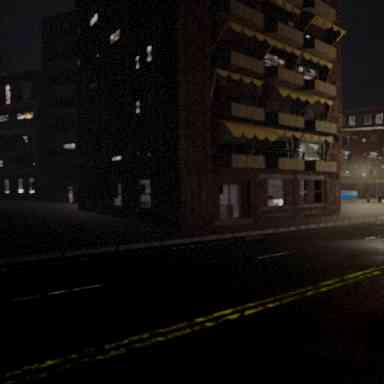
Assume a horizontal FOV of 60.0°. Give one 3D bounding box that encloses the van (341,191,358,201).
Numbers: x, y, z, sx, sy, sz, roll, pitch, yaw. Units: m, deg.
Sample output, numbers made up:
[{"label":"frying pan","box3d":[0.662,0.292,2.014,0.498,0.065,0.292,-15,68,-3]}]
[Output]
[{"label":"van","box3d":[28.340,0.712,61.094,3.998,1.788,1.690,1,0,21]}]
